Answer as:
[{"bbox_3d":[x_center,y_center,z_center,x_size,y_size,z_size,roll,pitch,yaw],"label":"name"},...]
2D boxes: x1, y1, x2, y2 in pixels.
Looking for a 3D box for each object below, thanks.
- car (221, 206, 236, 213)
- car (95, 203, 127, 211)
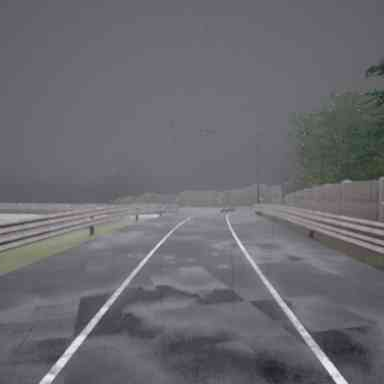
[{"bbox_3d":[8.087,3.952,73.654,1.837,1.490,4.892,-2,-4,31],"label":"car"},{"bbox_3d":[-12.130,2.493,50.090,5.008,1.535,1.882,3,-4,-42],"label":"car"}]
